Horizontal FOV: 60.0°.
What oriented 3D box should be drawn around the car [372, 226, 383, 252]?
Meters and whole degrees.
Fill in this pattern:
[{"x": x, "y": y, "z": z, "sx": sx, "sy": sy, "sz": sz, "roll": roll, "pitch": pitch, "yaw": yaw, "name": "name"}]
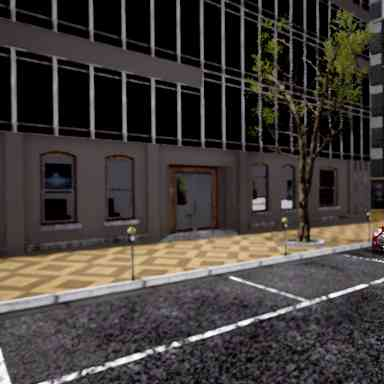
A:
[{"x": 8.681, "y": 1.497, "z": 12.764, "sx": 4.097, "sy": 1.590, "sz": 1.967, "roll": 0, "pitch": -1, "yaw": -35, "name": "car"}]
